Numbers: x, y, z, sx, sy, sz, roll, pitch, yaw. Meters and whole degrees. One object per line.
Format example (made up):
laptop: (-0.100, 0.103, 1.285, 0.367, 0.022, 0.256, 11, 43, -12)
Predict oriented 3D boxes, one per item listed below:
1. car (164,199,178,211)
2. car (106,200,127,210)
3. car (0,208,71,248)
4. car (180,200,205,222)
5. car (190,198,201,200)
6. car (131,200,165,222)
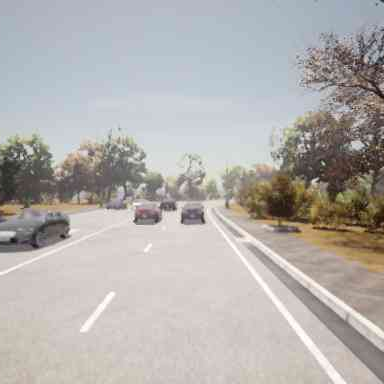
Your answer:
car: (-2.994, 1.641, 44.343, 1.882, 1.535, 5.008, 0, 0, 3)
car: (-10.151, 1.731, 44.778, 1.994, 1.385, 4.181, 0, 0, 4)
car: (-7.038, 1.518, 14.957, 2.128, 1.511, 4.902, 0, 0, 0)
car: (0.058, 1.596, 26.567, 1.812, 1.442, 4.674, 0, 0, 0)
car: (0.499, 1.513, 44.042, 2.097, 1.767, 4.553, 0, 0, 3)
car: (-3.443, 1.598, 26.560, 1.812, 1.442, 4.674, 0, 0, 0)
